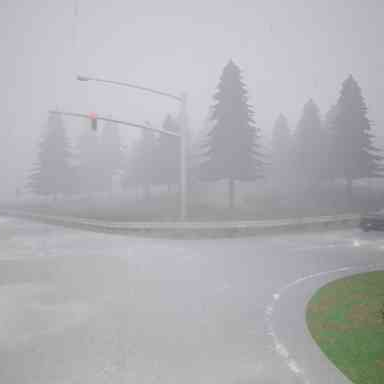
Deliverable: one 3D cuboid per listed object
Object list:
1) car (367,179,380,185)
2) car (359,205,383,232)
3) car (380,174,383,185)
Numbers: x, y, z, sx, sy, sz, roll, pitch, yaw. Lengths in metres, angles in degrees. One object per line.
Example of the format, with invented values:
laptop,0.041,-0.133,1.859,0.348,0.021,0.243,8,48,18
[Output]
car,28.162,-2.127,51.084,2.150,2.045,5.566,0,5,25
car,10.931,1.226,17.274,5.008,1.535,1.882,-3,1,-24
car,23.295,-0.828,35.962,2.150,2.045,5.566,0,6,0
